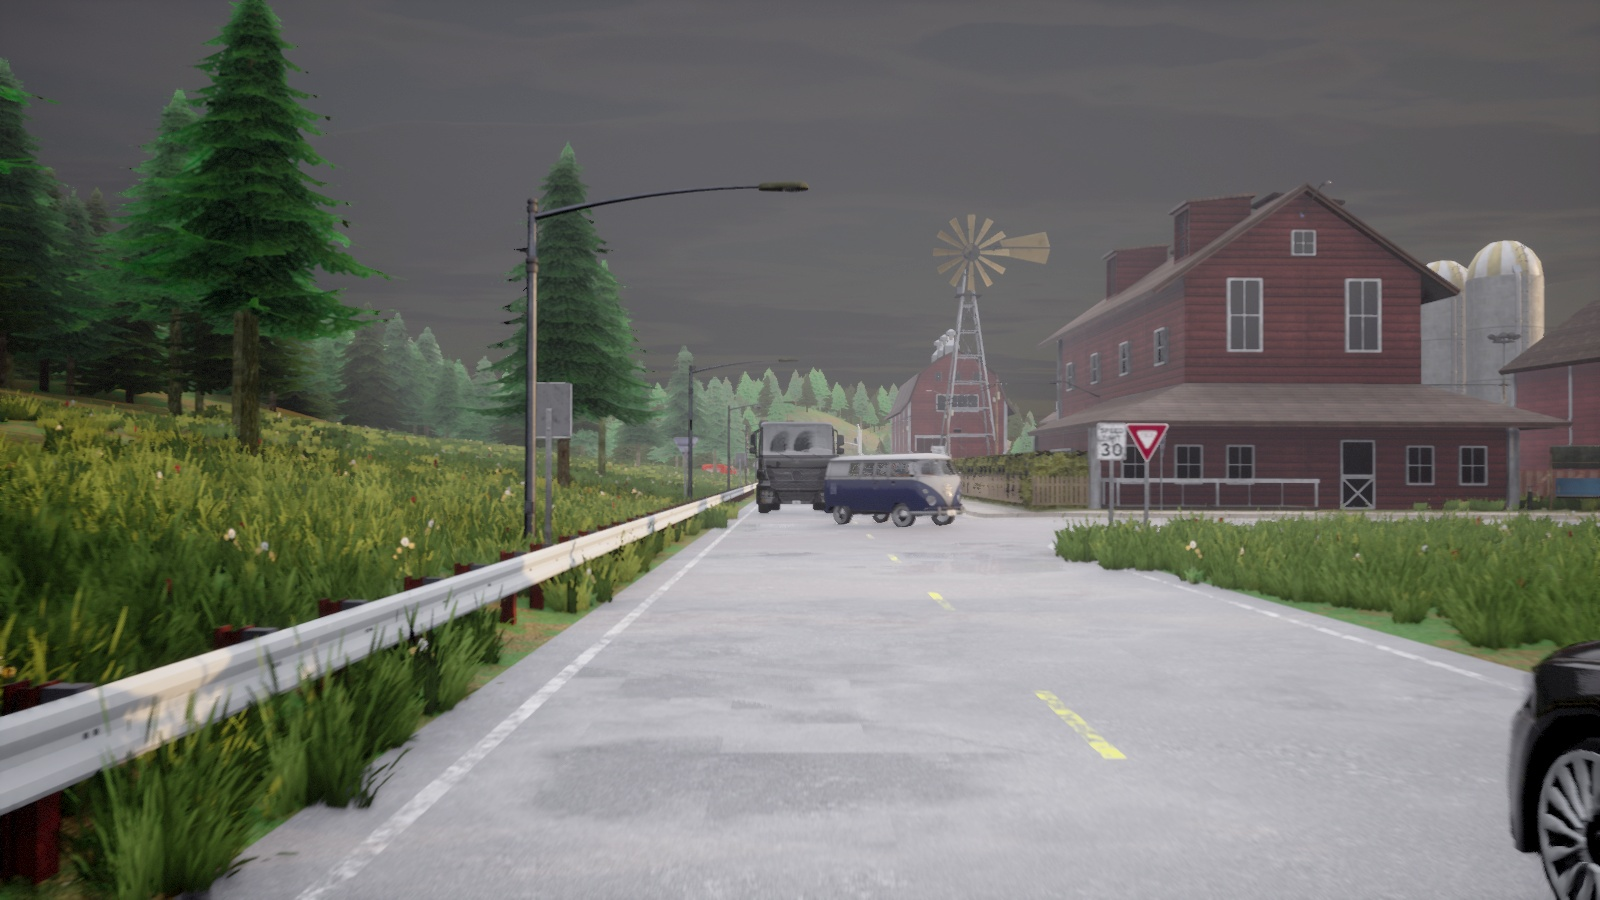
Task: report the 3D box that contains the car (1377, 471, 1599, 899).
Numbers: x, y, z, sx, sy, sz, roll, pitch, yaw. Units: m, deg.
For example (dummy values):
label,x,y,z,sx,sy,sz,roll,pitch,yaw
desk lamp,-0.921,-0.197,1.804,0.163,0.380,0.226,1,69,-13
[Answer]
label,x,y,z,sx,sy,sz,roll,pitch,yaw
car,3.493,0.804,2.804,2.128,1.511,4.902,0,-1,0

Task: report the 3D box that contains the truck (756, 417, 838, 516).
label,x,y,z,sx,sy,sz,roll,pitch,yaw
truck,-0.121,0.641,48.242,2.891,3.462,7.936,0,-1,0

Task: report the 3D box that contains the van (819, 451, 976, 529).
label,x,y,z,sx,sy,sz,roll,pitch,yaw
van,2.638,1.079,34.868,1.775,1.987,4.442,-1,-1,-38
